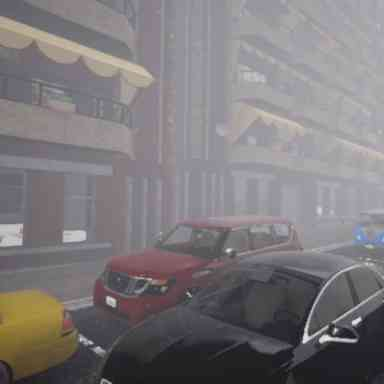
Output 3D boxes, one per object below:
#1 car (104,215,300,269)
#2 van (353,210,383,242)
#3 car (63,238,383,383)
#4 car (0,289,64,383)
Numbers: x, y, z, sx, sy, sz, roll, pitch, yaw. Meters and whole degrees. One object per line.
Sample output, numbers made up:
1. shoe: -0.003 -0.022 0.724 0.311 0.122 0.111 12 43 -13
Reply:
1. car: 0.539 1.481 7.074 5.009 1.841 2.192 1 0 -43
2. van: 8.583 1.674 14.659 3.998 1.788 1.690 1 0 -43
3. car: 1.201 1.606 4.204 4.892 1.490 1.837 2 -2 -43
4. car: -3.613 1.607 3.162 4.829 1.417 1.752 1 0 -43
